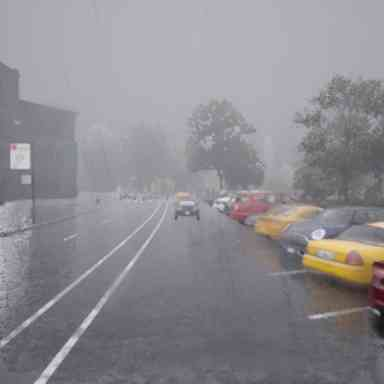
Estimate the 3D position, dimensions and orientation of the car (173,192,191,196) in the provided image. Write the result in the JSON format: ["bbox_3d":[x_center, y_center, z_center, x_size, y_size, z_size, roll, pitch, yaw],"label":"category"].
[{"bbox_3d":[-1.158,0.762,41.253,1.882,1.535,5.008,0,2,-3],"label":"car"}]

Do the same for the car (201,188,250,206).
[{"bbox_3d":[4.144,0.531,41.117,5.566,2.045,2.435,0,2,-23],"label":"car"}]

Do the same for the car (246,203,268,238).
[{"bbox_3d":[5.156,1.383,14.375,5.008,1.535,2.097,1,0,-21],"label":"car"}]

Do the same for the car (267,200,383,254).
[{"bbox_3d":[5.247,1.280,11.408,4.553,1.767,2.185,1,1,-21],"label":"car"}]

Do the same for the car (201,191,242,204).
[{"bbox_3d":[3.936,0.687,44.077,4.892,1.521,2.231,0,2,-24],"label":"car"}]

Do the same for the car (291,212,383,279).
[{"bbox_3d":[5.435,1.425,8.501,5.366,1.575,1.946,1,0,-21],"label":"car"}]

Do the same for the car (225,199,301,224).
[{"bbox_3d":[4.947,1.298,23.308,4.792,1.488,2.163,0,1,-22],"label":"car"}]

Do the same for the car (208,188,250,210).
[{"bbox_3d":[4.679,0.890,29.215,5.566,2.045,2.435,0,2,-23],"label":"car"}]

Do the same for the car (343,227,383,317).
[{"bbox_3d":[5.287,1.446,5.464,5.008,1.535,2.097,1,0,-21],"label":"car"}]

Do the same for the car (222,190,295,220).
[{"bbox_3d":[5.042,1.066,20.331,5.566,2.045,2.435,0,1,-22],"label":"car"}]

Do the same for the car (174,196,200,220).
[{"bbox_3d":[-0.423,1.265,25.476,1.812,1.442,4.674,0,1,-2],"label":"car"}]

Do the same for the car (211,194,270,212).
[{"bbox_3d":[4.741,1.059,32.291,5.366,1.575,1.946,0,1,-23],"label":"car"}]

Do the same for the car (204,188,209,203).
[{"bbox_3d":[4.258,0.627,38.118,5.566,2.045,2.435,0,2,-23],"label":"car"}]

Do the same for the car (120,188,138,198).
[{"bbox_3d":[-8.409,0.182,44.728,2.097,1.767,4.553,0,2,-4],"label":"car"}]

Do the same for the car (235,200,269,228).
[{"bbox_3d":[5.102,1.356,17.344,4.892,1.521,2.231,0,1,-22],"label":"car"}]

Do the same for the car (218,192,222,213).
[{"bbox_3d":[4.790,1.084,26.251,4.553,1.767,2.185,0,1,-22],"label":"car"}]
